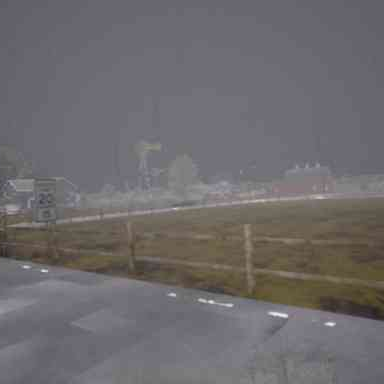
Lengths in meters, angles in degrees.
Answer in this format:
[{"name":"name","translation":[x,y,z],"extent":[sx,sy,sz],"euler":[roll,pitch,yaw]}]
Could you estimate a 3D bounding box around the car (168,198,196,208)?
[{"name":"car","translation":[-1.508,1.767,53.692],"extent":[2.033,1.411,5.357],"euler":[-3,0,37]}]
